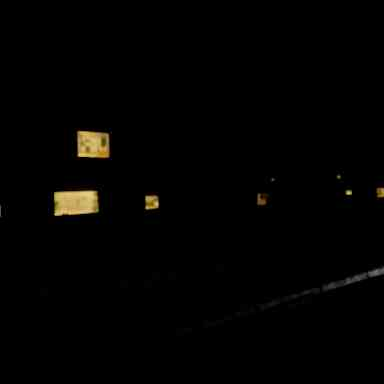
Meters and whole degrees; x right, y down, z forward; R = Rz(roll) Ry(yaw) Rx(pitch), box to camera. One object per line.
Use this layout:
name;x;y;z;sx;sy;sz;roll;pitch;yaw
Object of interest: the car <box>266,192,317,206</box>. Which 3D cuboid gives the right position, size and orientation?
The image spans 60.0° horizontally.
car;9.854;1.042;32.969;2.150;2.045;5.566;-2;1;-34
